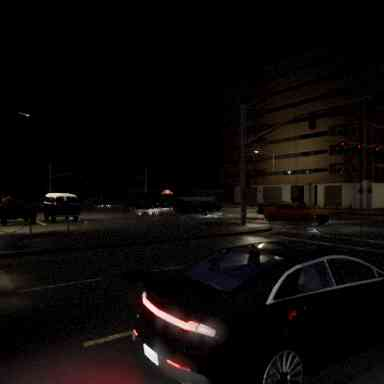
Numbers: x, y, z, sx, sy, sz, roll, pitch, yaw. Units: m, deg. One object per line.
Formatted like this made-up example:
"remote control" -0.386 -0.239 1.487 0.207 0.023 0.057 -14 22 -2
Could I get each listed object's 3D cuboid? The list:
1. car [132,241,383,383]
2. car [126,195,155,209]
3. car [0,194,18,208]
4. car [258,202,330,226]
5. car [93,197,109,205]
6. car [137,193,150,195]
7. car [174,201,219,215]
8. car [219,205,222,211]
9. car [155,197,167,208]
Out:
"car" 1.574 1.496 4.866 4.902 1.511 2.128 0 0 -34
"car" -7.422 1.555 46.083 1.882 1.535 5.008 0 0 -34
"car" -31.451 1.215 56.534 1.932 1.855 4.605 0 0 -34
"car" 7.498 1.545 24.220 1.882 1.535 5.008 0 -1 -34
"car" -16.251 1.649 59.185 1.812 1.442 4.674 0 0 -34
"car" -10.463 1.311 69.483 2.150 2.045 5.566 0 0 -34
"car" 0.090 1.625 35.073 2.033 1.411 5.357 0 0 -34
"car" 1.491 1.683 39.227 1.895 1.301 4.718 0 0 -34
"car" -5.544 1.586 49.552 1.837 1.490 4.892 0 0 -34
